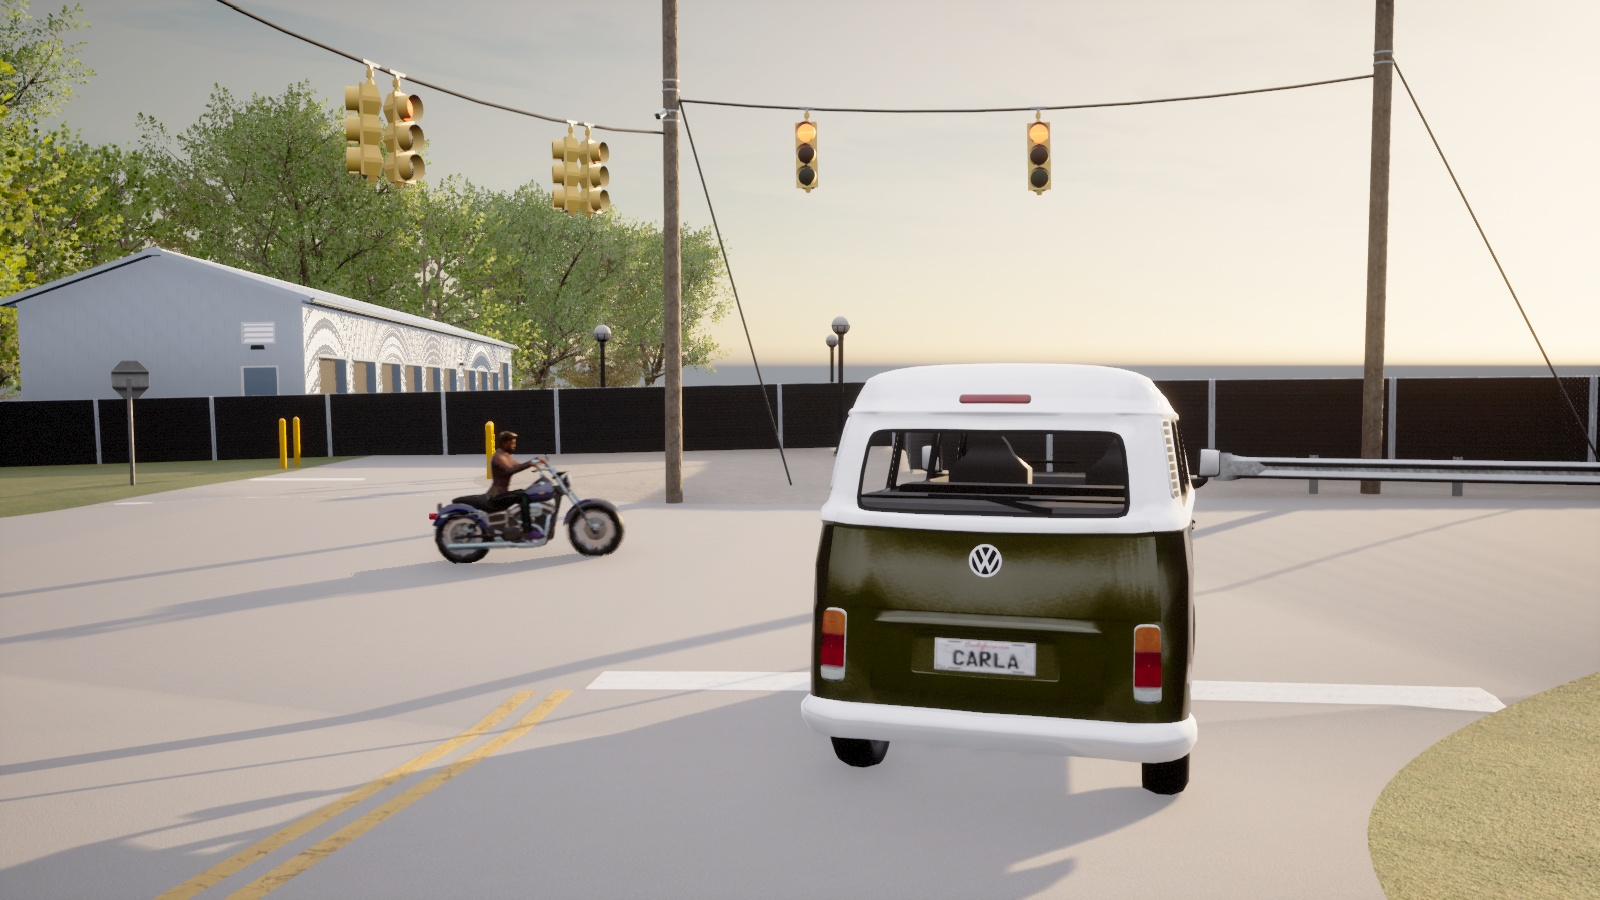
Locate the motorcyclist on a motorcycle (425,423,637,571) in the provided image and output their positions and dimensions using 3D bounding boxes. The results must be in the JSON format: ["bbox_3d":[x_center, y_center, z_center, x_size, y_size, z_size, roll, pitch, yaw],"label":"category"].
[{"bbox_3d":[-3.273,0.557,15.447,2.350,1.649,0.766,-3,3,-1],"label":"motorcyclist on a motorcycle"}]

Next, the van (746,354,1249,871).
[{"bbox_3d":[1.417,0.574,7.375,2.069,2.038,4.480,1,2,17],"label":"van"}]
